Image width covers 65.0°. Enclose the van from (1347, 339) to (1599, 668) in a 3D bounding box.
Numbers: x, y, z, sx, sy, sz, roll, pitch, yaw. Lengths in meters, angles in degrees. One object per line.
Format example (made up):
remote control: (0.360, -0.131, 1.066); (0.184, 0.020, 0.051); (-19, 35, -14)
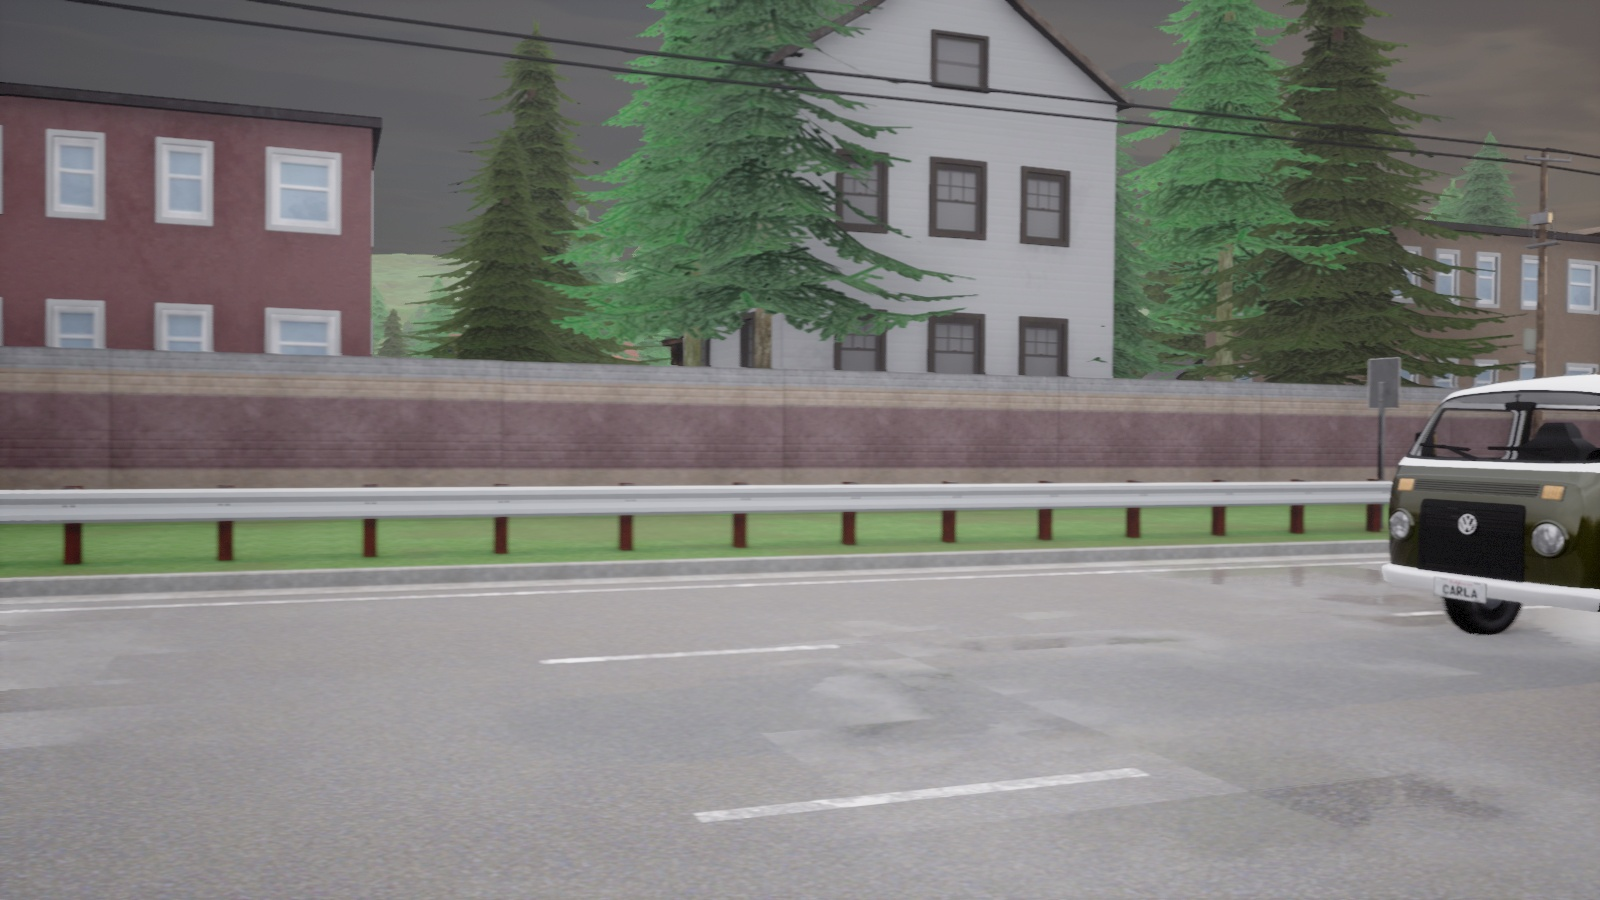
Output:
van: (6.680, 0.292, 9.516); (4.480, 2.038, 2.069); (-1, 1, -21)
